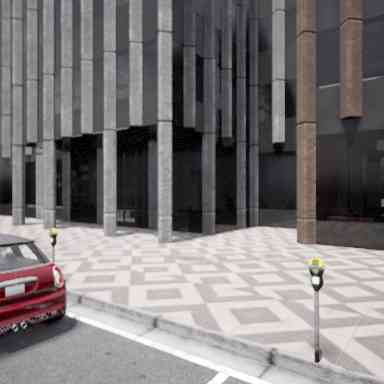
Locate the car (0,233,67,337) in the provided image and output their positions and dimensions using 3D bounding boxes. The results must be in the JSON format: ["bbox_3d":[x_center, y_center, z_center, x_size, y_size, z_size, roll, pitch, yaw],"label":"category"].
[{"bbox_3d":[-4.103,1.423,5.881,4.097,1.590,1.967,0,0,35],"label":"car"}]
